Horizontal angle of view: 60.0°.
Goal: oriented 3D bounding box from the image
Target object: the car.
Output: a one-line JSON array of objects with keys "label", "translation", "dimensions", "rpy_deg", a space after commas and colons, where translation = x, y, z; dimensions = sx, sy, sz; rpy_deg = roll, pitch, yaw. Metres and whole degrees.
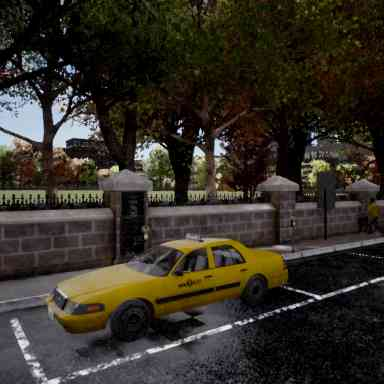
[{"label": "car", "translation": [-0.180, 1.525, 6.440], "dimensions": [4.829, 1.417, 1.752], "rpy_deg": [0, 0, -36]}]

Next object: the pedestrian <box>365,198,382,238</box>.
[{"label": "pedestrian", "translation": [8.452, 1.143, 15.473], "dimensions": [0.375, 1.860, 0.375], "rpy_deg": [0, 0, -36]}]

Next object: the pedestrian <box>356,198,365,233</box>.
[{"label": "pedestrian", "translation": [8.520, 1.141, 16.545], "dimensions": [0.375, 1.860, 0.375], "rpy_deg": [0, 0, -36]}]
